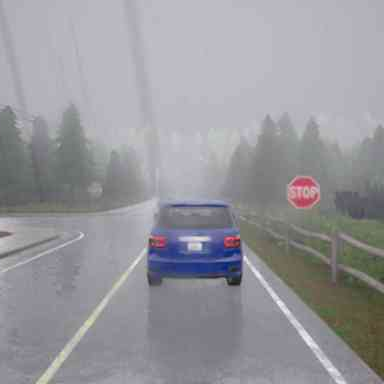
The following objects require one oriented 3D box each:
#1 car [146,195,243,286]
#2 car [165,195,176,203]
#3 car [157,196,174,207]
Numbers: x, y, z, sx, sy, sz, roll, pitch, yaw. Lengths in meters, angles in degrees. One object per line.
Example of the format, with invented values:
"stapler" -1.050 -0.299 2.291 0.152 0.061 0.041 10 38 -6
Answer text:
"car" 0.067 1.172 9.377 2.150 2.045 5.566 0 0 0
"car" -4.018 1.244 62.650 1.994 1.385 4.181 0 0 -1
"car" -3.658 1.320 46.738 1.994 1.385 4.181 0 0 0
